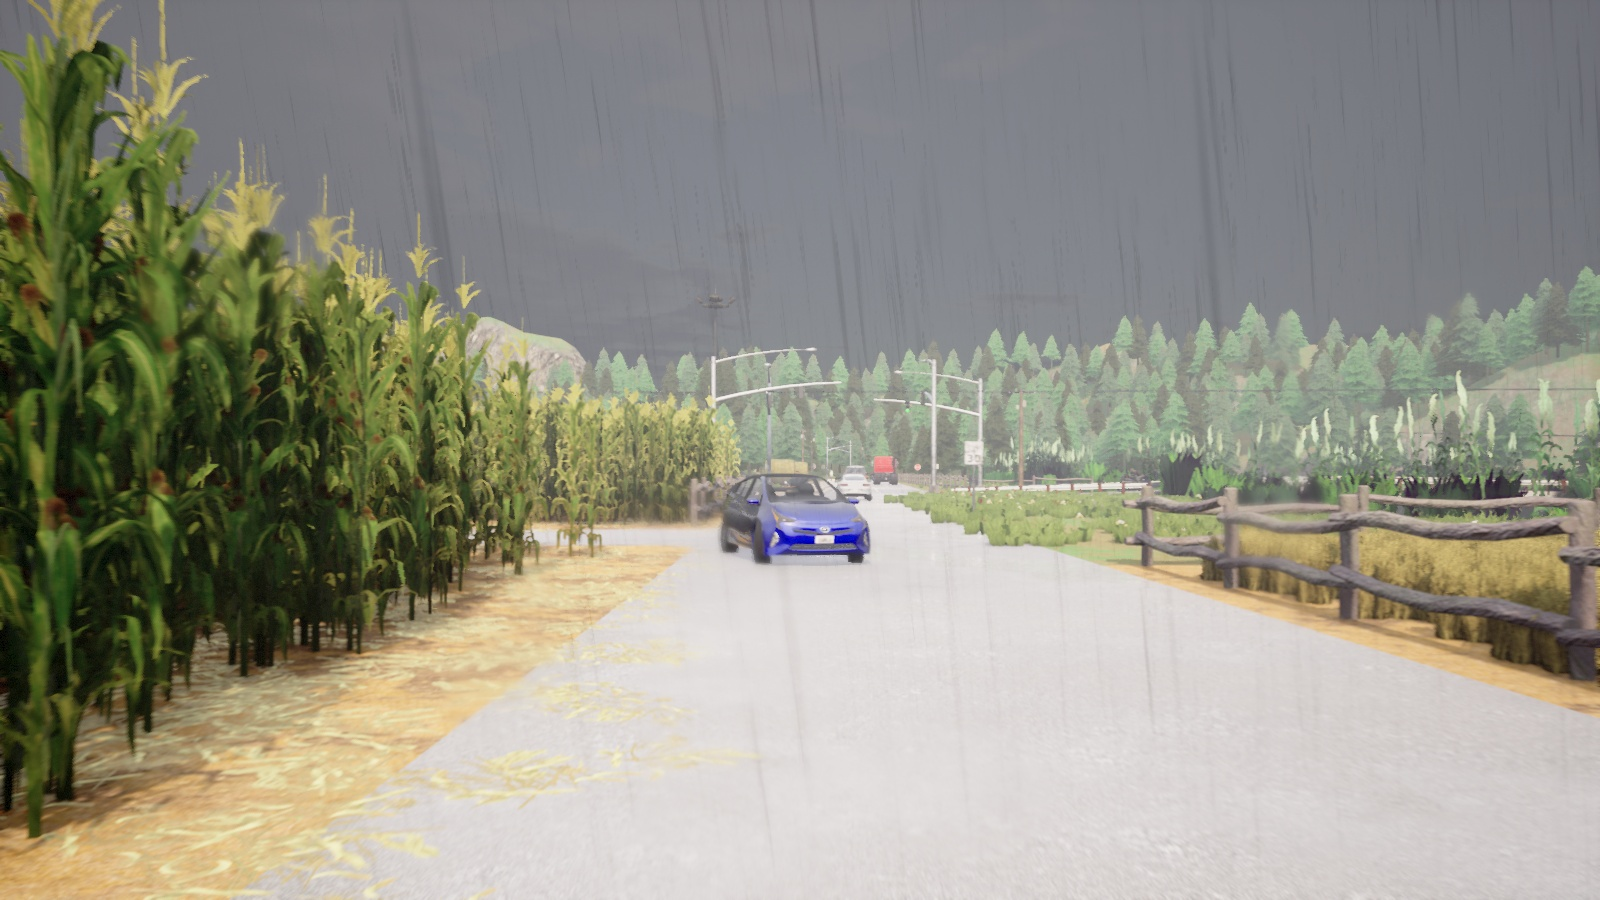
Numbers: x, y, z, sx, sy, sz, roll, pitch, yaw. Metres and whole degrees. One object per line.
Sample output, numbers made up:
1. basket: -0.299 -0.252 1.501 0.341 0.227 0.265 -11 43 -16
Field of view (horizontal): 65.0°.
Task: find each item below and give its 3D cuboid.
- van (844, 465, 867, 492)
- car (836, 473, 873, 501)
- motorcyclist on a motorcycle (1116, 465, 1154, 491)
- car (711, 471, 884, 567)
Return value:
1. van: 4.284 2.172 96.898 1.775 1.987 4.442 0 -1 3
2. car: 2.931 2.006 68.808 1.812 1.442 4.674 0 -1 0
3. motorcyclist on a motorcycle: 21.326 1.762 79.992 2.191 1.530 0.866 -3 -1 5
4. car: -0.182 1.148 22.556 2.007 1.525 4.514 0 -1 -15
